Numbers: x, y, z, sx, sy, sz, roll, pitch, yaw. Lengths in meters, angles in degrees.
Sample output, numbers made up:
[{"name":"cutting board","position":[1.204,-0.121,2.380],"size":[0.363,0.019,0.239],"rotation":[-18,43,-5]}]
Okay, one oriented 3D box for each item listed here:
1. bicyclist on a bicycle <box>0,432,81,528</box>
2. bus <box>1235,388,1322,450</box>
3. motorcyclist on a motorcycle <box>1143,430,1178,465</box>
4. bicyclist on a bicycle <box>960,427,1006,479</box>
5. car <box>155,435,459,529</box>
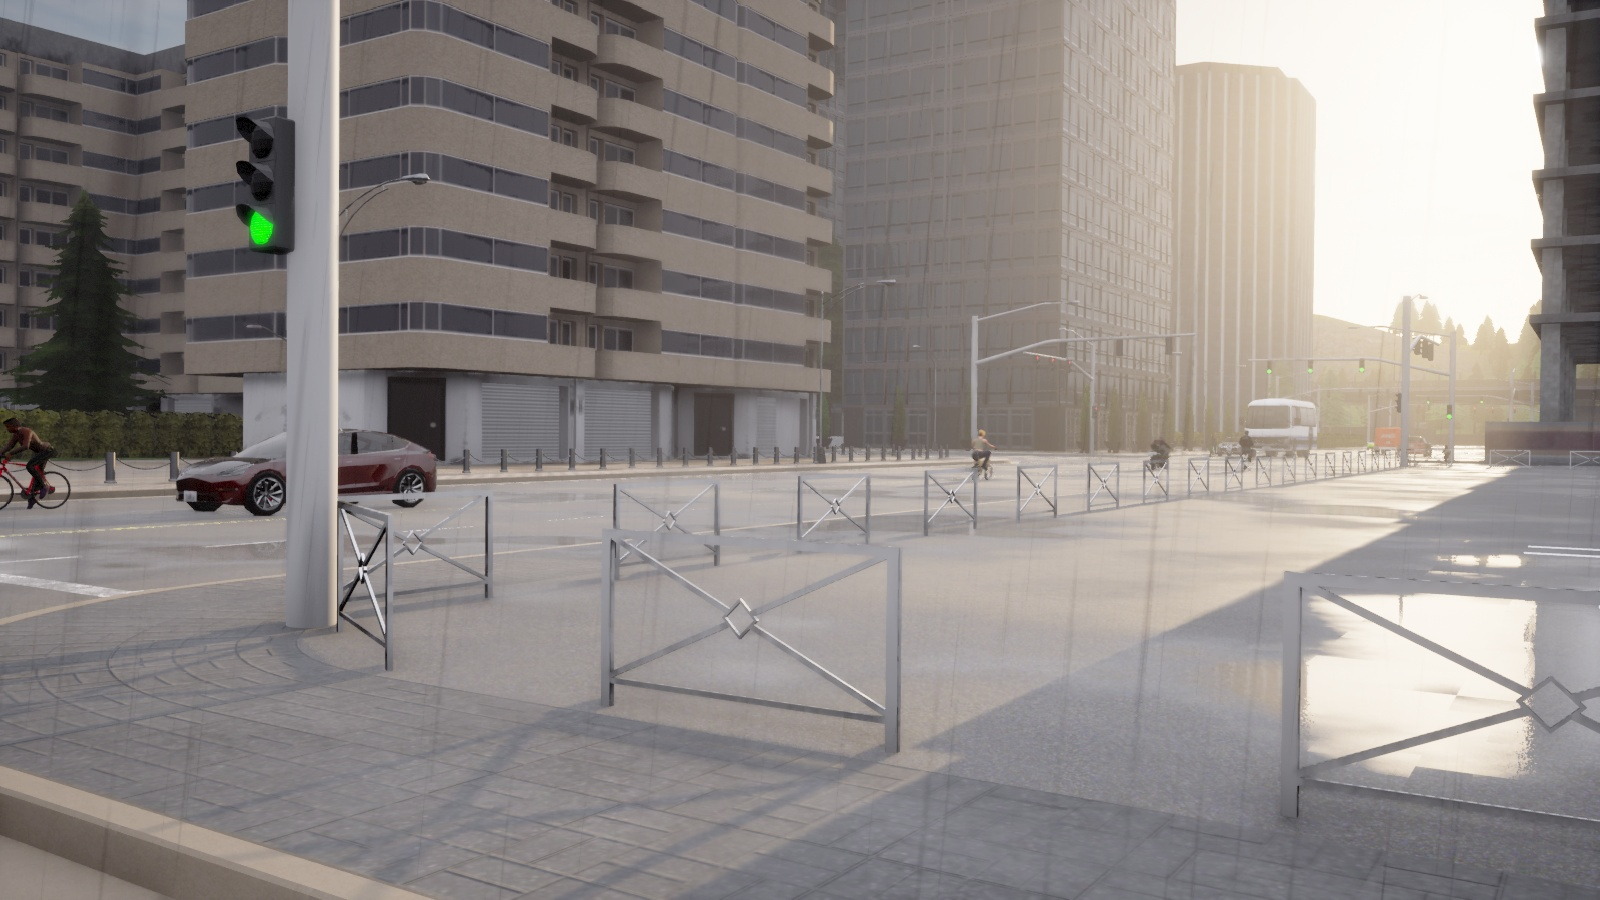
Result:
[{"name":"bicyclist on a bicycle","position":[-13.599,0.507,21.982],"size":[0.582,1.620,1.656],"rotation":[0,1,33]},{"name":"bus","position":[35.063,-2.215,91.767],"size":[3.944,4.253,10.273],"rotation":[0,1,33]},{"name":"motorcyclist on a motorcycle","position":[15.804,-0.128,55.062],"size":[0.866,1.530,2.191],"rotation":[0,1,33]},{"name":"bicyclist on a bicycle","position":[5.724,0.080,39.250],"size":[0.866,1.612,1.509],"rotation":[0,1,32]},{"name":"car","position":[-8.837,0.498,22.939],"size":[2.163,1.488,4.792],"rotation":[0,1,33]}]
